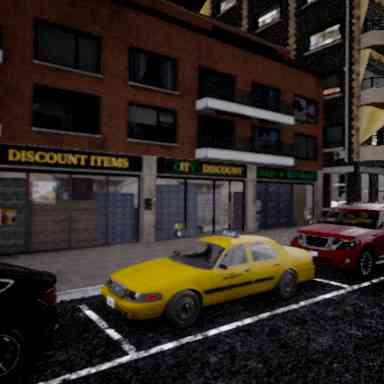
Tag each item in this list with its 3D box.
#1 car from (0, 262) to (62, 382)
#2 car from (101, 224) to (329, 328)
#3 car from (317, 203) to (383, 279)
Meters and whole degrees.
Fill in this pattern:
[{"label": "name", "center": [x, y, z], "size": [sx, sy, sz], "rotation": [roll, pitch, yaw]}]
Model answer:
[{"label": "car", "center": [-3.791, 1.566, 3.842], "size": [4.313, 1.339, 1.947], "rotation": [0, 1, -35]}, {"label": "car", "center": [0.606, 1.524, 6.975], "size": [4.829, 1.417, 1.752], "rotation": [0, 1, -35]}, {"label": "car", "center": [5.282, 1.312, 10.304], "size": [5.009, 1.841, 2.192], "rotation": [0, 1, -35]}]
